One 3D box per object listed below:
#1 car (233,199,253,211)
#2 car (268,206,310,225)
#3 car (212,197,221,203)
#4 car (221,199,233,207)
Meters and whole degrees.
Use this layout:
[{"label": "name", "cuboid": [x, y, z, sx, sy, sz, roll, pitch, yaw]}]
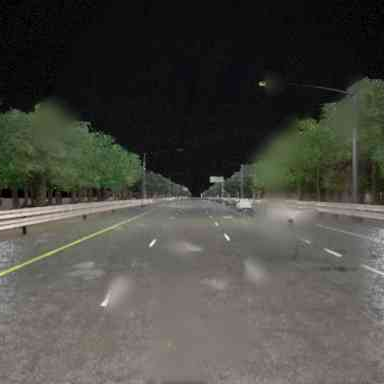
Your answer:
[{"label": "car", "cuboid": [7.100, 1.790, 45.629, 1.812, 1.442, 4.674, 0, -1, 0]}, {"label": "car", "cuboid": [7.026, 1.676, 24.711, 1.895, 1.301, 4.718, 0, 0, 0]}, {"label": "car", "cuboid": [7.443, 2.395, 92.844, 1.837, 1.490, 4.892, 0, -1, 1]}, {"label": "car", "cuboid": [7.195, 1.975, 62.711, 2.128, 1.511, 4.902, 0, -1, 0]}]
